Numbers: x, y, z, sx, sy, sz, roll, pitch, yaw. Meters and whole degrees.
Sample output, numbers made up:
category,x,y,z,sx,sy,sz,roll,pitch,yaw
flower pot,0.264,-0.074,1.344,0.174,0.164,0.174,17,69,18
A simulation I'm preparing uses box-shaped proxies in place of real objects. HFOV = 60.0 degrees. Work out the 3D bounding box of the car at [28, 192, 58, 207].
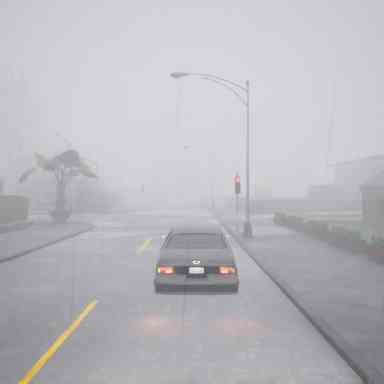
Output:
category,x,y,z,sx,sy,sz,roll,pitch,yaw
car,-19.744,0.985,43.924,1.905,1.878,3.866,0,0,35

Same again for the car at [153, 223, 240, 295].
category,x,y,z,sx,sy,sz,roll,pitch,yaw
car,0.100,1.547,8.879,2.033,1.411,5.357,0,0,0
